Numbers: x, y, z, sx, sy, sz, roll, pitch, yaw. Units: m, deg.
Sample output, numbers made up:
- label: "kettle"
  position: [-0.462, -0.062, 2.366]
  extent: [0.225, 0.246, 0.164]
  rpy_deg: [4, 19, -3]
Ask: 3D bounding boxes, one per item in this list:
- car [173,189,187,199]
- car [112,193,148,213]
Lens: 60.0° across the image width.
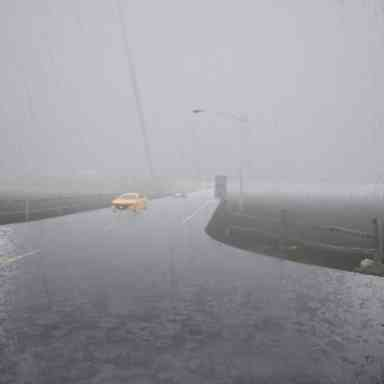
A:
- label: "car"
  position: [-1.895, 0.328, 54.091]
  extent: [2.128, 1.511, 4.902]
  rpy_deg: [1, 1, 7]
- label: "car"
  position: [-5.013, 0.827, 27.421]
  extent: [1.882, 1.535, 5.008]
  rpy_deg: [1, 1, 7]
